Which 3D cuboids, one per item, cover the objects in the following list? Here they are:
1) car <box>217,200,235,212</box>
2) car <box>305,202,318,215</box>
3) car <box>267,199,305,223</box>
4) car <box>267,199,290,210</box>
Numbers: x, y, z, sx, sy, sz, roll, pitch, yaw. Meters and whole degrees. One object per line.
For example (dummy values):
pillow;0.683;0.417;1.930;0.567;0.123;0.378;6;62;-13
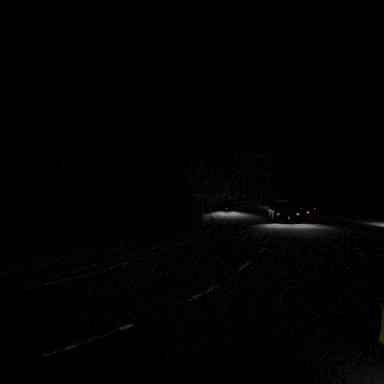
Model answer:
car;3.930;1.600;39.376;1.895;1.301;4.718;0;0;1
car;10.935;1.600;33.359;1.895;1.301;4.718;0;0;2
car;6.917;1.525;25.462;1.812;1.442;4.674;0;0;4
car;11.223;1.600;43.381;1.895;1.301;4.718;0;0;2
